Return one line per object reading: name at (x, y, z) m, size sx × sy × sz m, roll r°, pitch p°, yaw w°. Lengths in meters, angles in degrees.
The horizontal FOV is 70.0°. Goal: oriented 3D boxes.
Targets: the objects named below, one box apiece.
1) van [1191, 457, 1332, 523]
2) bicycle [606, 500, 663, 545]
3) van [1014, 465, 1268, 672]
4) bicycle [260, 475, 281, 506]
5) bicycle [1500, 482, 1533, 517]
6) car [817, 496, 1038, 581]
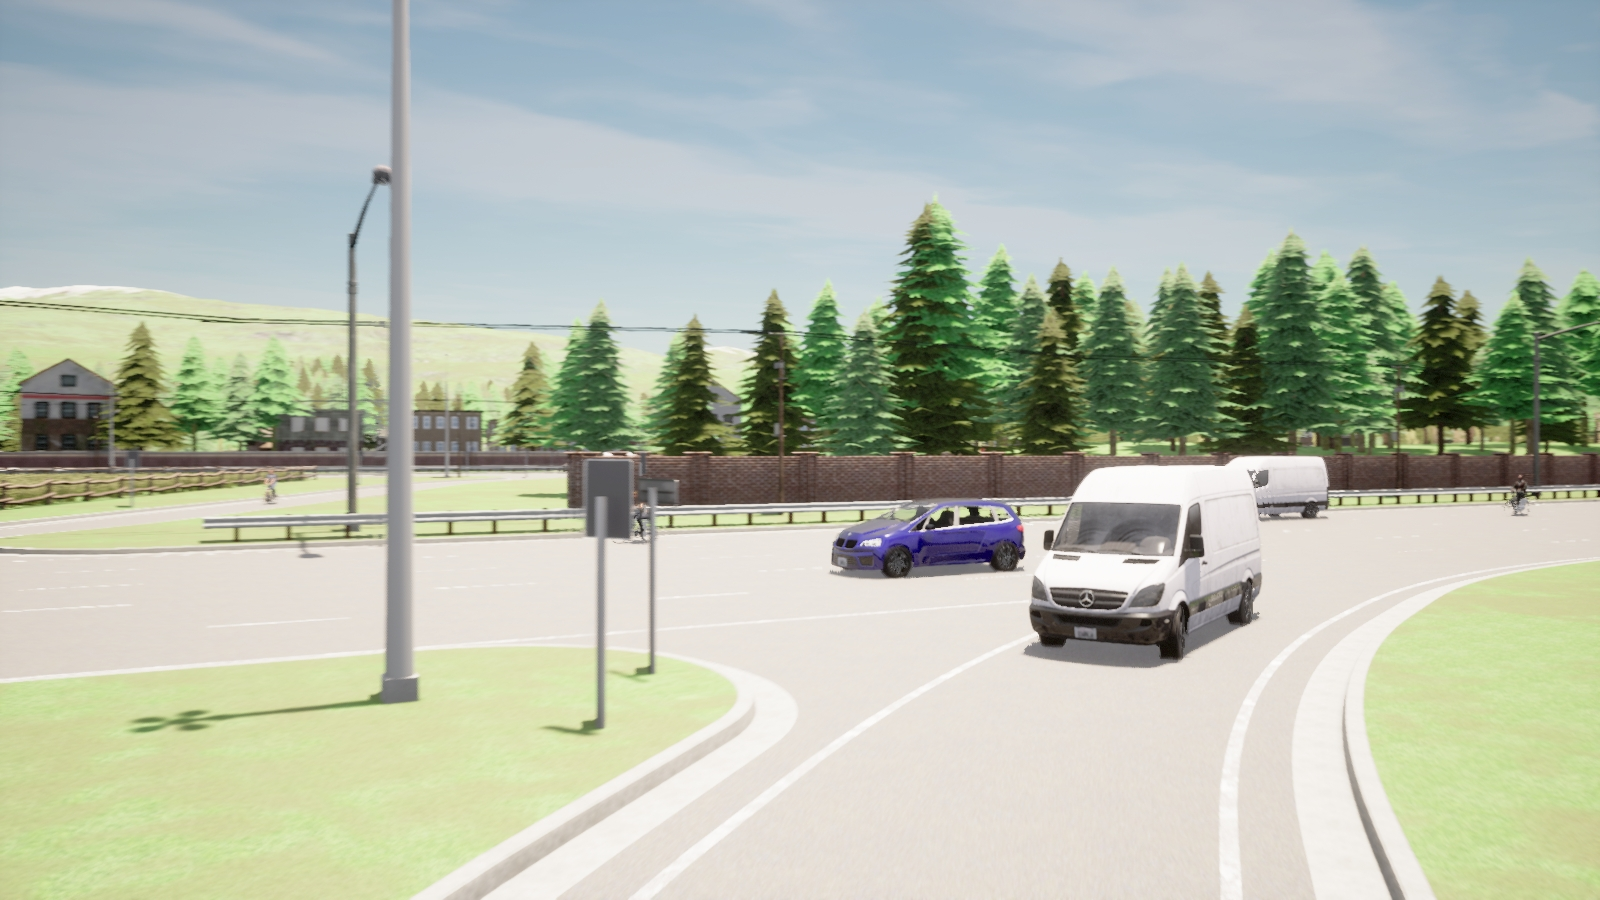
van at (18.905, 1.560, 46.703) m, size 5.915 × 2.561 × 1.988 m, roll 0°, pitch 0°, yaw -28°
bicycle at (-4.944, 2.150, 34.155) m, size 1.487 × 1.276 × 0.859 m, roll 0°, pitch 0°, yaw -28°
van at (5.424, 1.542, 17.481) m, size 1.988 × 2.561 × 5.915 m, roll 0°, pitch 0°, yaw 34°
bicycle at (-26.729, 2.017, 57.652) m, size 0.373 × 1.496 × 1.643 m, roll 0°, pitch 0°, yaw -3°
bicycle at (30.718, 2.102, 48.964) m, size 1.835 × 1.471 × 0.329 m, roll 0°, pitch 0°, yaw -28°
car at (2.967, 1.971, 26.451) m, size 4.611 × 1.667 × 2.242 m, roll 0°, pitch 0°, yaw -28°
